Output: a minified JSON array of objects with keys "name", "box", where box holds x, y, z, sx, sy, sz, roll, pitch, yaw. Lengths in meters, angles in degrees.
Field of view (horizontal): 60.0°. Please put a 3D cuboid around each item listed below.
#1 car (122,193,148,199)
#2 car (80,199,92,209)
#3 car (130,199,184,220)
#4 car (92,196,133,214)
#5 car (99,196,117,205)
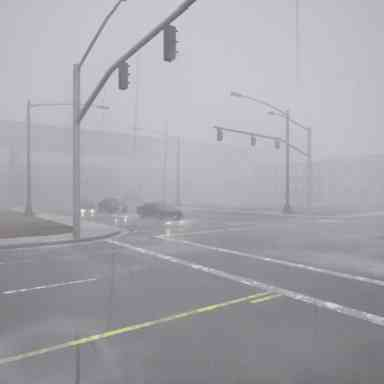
[{"name":"car","box":[-12.303,1.223,69.377,2.150,2.045,5.566,0,0,29]},{"name":"car","box":[-14.467,1.564,44.388,1.994,1.385,4.181,0,0,-32]},{"name":"car","box":[-2.887,1.547,28.251,2.033,1.411,5.357,0,0,-36]},{"name":"car","box":[-8.759,1.491,36.239,2.128,1.511,4.902,0,0,-36]},{"name":"car","box":[-14.992,1.526,59.810,1.812,1.442,4.674,0,0,3]}]
